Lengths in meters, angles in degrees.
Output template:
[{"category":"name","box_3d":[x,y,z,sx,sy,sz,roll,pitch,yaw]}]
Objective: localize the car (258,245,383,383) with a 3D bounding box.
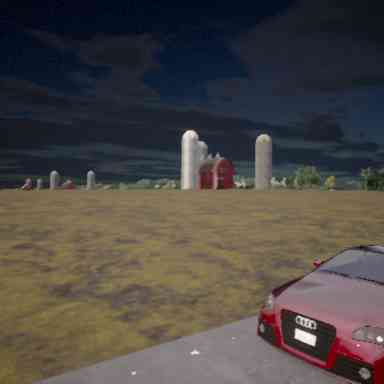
[{"category":"car","box_3d":[3.003,1.592,5.218,4.181,1.385,1.994,0,0,-36]}]
